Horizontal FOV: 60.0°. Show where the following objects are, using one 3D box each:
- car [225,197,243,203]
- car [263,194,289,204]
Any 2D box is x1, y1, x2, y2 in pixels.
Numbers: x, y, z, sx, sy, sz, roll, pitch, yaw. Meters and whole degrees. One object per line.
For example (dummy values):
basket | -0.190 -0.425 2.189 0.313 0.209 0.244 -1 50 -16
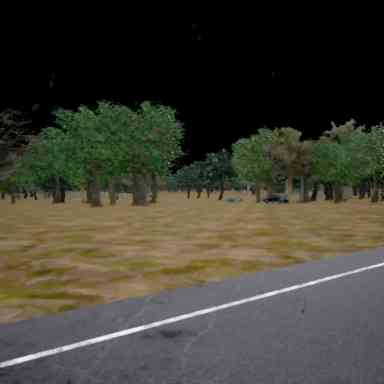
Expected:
car | 9.845 1.818 78.482 2.128 1.511 4.902 2 -2 -34
car | 17.145 1.432 67.860 2.150 2.045 5.566 2 -2 -34
